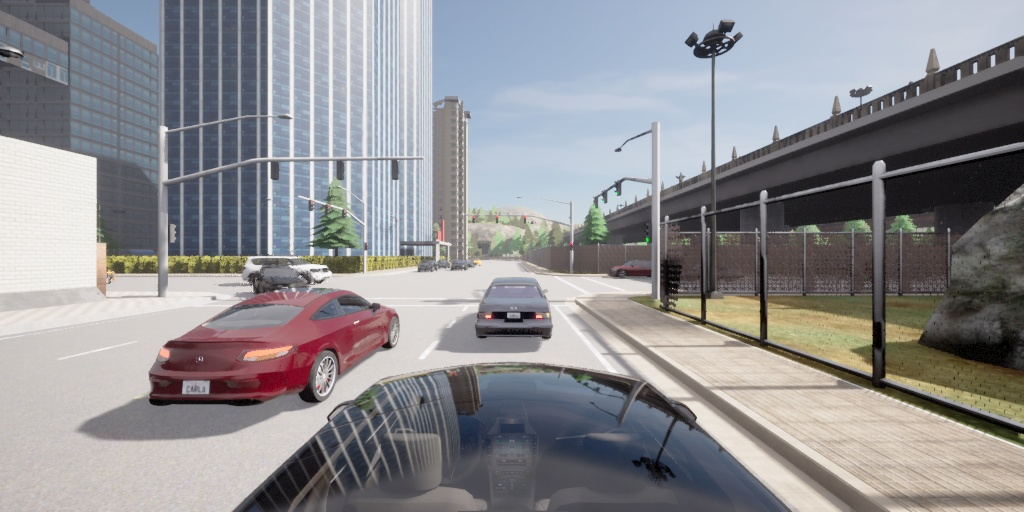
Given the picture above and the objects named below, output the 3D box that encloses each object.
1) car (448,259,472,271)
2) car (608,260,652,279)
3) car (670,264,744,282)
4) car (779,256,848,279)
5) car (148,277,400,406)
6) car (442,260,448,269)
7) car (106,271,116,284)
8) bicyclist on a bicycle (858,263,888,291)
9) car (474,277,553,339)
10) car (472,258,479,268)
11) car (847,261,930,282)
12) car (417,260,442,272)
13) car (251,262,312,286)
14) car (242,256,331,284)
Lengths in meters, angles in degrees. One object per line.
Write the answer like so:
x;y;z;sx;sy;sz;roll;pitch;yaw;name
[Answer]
-7.186;1.314;49.565;1.994;1.385;4.181;0;0;0;car
11.196;1.158;32.746;4.553;1.767;2.097;0;0;2;car
15.835;1.353;29.203;5.357;1.411;2.033;0;0;0;car
27.695;1.026;32.752;5.566;2.045;2.150;0;0;0;car
-3.450;1.276;6.231;1.812;1.442;4.674;0;0;0;car
-10.700;1.276;55.030;1.812;1.442;4.674;0;0;0;car
-31.094;1.283;25.308;5.008;1.535;1.882;0;0;0;car
18.264;1.106;18.231;0.582;1.620;1.656;0;0;0;bicyclist on a bicycle
0.078;1.297;10.052;2.033;1.411;5.357;0;0;1;car
-7.193;1.297;58.802;2.033;1.411;5.357;0;0;0;car
31.027;1.295;29.261;4.902;1.511;2.128;0;0;0;car
-10.685;1.255;45.791;1.837;1.490;4.892;0;0;0;car
-11.878;1.246;18.284;1.882;1.535;5.008;3;-2;-38;car
-15.885;1.018;25.367;5.566;2.045;2.150;-1;0;0;car
